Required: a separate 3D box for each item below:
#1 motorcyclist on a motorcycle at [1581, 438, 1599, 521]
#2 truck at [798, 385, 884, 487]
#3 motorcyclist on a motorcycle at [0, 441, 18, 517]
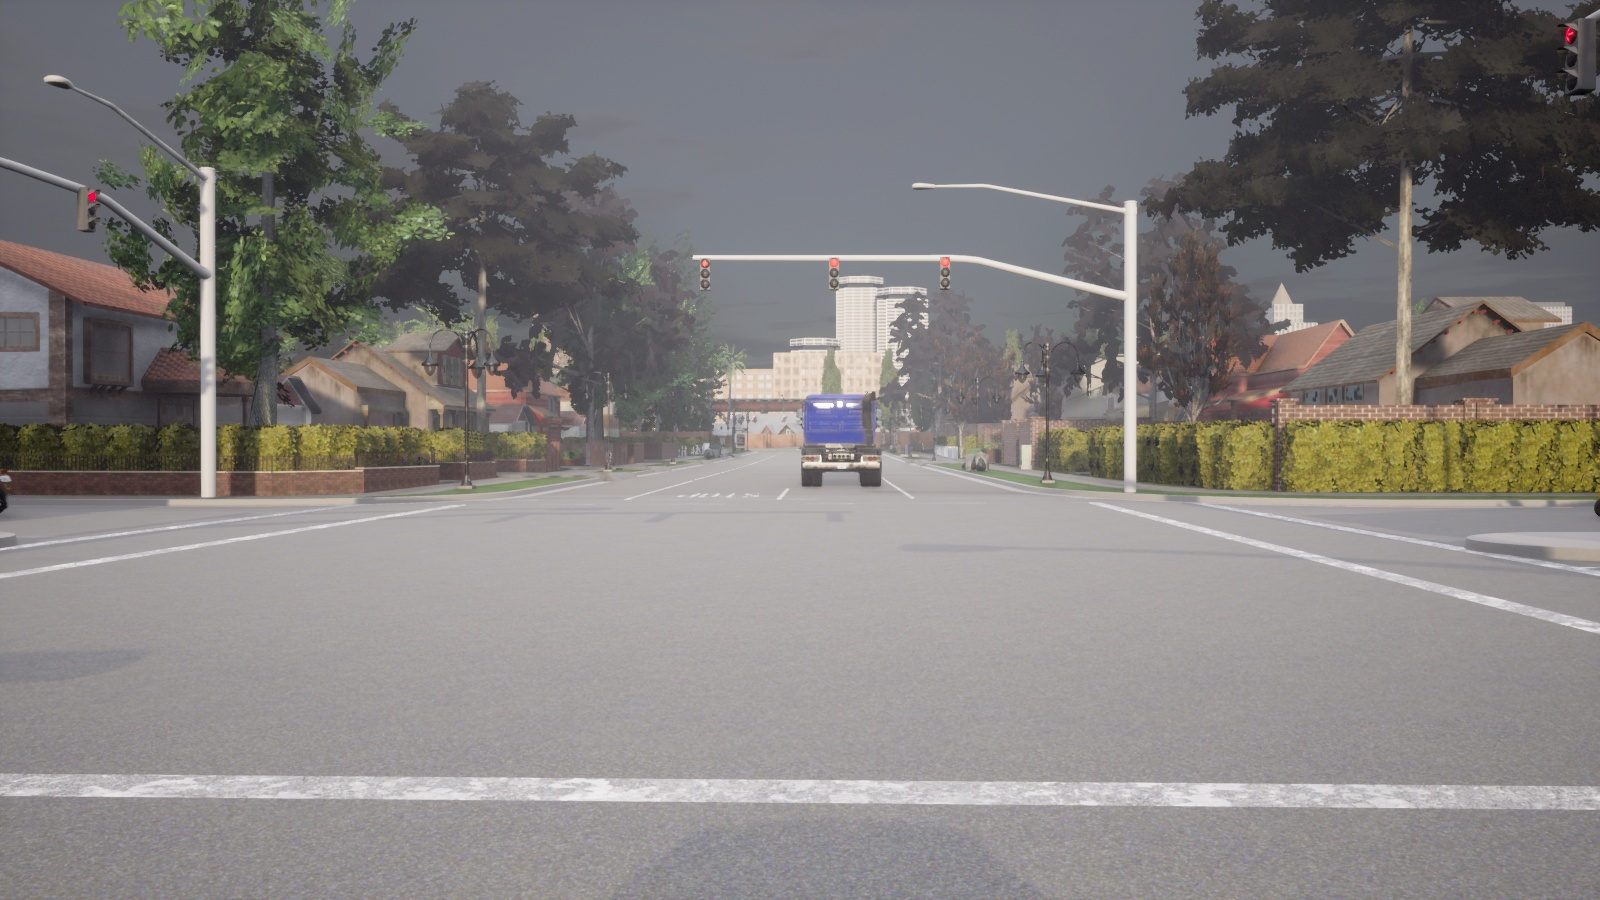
[{"bbox_3d":[16.363,0.575,24.398,1.817,1.590,0.866,0,0,1],"label":"motorcyclist on a motorcycle"},{"bbox_3d":[1.482,-0.495,46.270,2.891,3.462,7.936,0,0,1],"label":"truck"},{"bbox_3d":[-17.072,0.572,25.380,2.044,1.523,0.797,0,0,2],"label":"motorcyclist on a motorcycle"}]
